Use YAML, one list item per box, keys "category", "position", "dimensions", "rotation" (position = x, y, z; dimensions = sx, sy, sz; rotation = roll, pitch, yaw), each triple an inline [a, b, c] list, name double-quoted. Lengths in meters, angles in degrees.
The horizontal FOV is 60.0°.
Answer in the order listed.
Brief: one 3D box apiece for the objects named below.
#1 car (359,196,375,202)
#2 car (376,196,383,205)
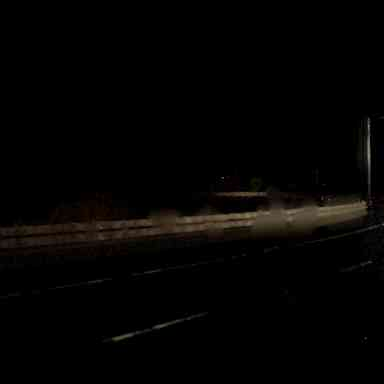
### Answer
- category: "car"
  position: [39.456, 1.589, 76.354]
  dimensions: [1.837, 1.490, 4.892]
  rotation: [0, 0, 6]
- category: "car"
  position: [35.877, 1.713, 60.676]
  dimensions: [2.128, 1.511, 4.902]
  rotation: [0, 0, 17]
